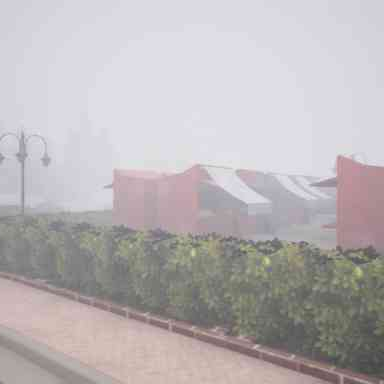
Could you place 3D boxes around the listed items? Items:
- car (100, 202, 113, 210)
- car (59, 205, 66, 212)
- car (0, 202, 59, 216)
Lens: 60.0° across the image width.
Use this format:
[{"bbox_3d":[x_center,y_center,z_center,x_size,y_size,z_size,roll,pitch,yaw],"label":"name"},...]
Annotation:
[{"bbox_3d":[-7.538,1.536,35.453,2.128,1.511,4.902,0,0,36],"label":"car"},{"bbox_3d":[-12.935,1.570,27.983,1.812,1.442,4.674,0,0,35],"label":"car"},{"bbox_3d":[-12.102,1.551,22.863,1.837,1.490,4.892,0,0,36],"label":"car"}]
